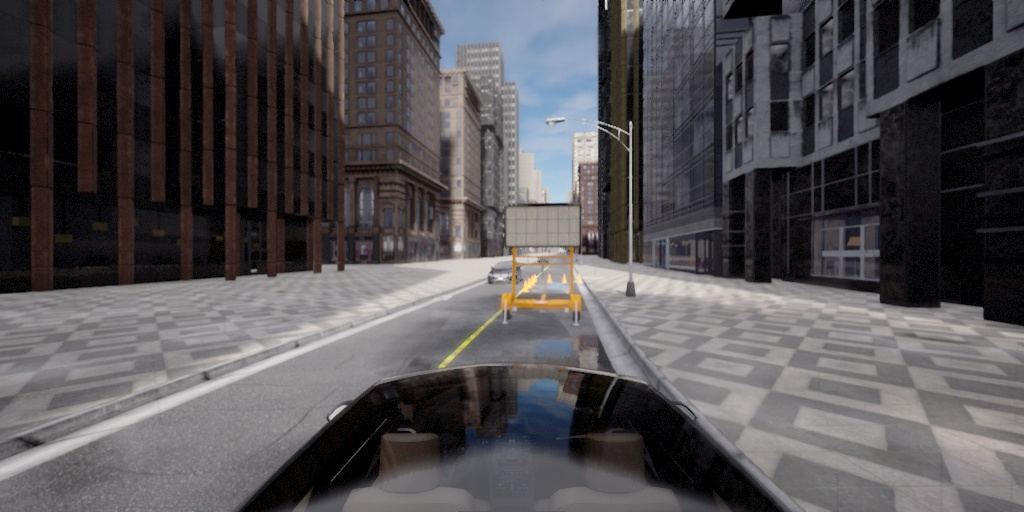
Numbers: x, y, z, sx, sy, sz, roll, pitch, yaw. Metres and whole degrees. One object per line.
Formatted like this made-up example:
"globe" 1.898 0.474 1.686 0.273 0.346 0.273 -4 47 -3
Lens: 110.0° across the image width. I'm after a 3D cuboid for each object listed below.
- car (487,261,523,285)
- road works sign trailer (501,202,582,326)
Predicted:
"car" -0.367 1.074 23.775 1.812 1.442 4.674 0 1 8
"road works sign trailer" 0.985 0.128 11.451 2.380 3.560 2.880 0 0 8
